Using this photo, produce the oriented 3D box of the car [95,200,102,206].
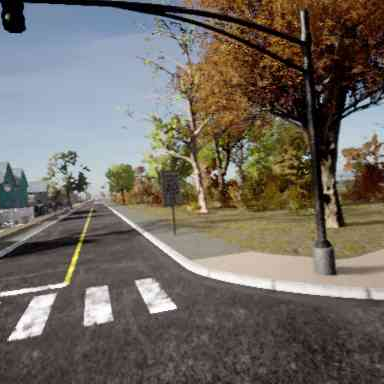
[{"bbox_3d":[-25.801,3.142,91.797,1.895,1.301,4.718,-5,0,-16],"label":"car"}]
